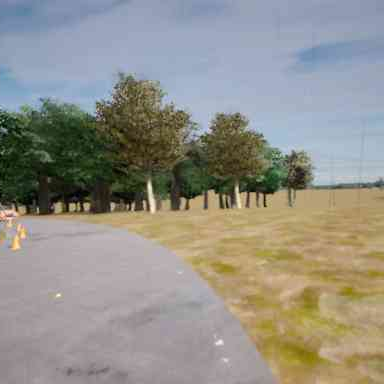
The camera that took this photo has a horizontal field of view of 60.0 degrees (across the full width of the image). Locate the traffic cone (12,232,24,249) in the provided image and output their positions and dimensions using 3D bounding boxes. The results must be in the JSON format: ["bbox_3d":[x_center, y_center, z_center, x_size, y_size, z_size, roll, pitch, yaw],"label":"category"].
[{"bbox_3d":[-7.831,2.217,14.820,0.340,0.580,0.340,0,-1,-21],"label":"traffic cone"}]

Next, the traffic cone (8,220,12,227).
[{"bbox_3d":[-14.801,2.553,27.072,0.340,0.580,0.340,-1,-1,-39],"label":"traffic cone"}]

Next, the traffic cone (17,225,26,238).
[{"bbox_3d":[-9.723,2.322,19.139,0.340,0.580,0.340,0,-1,-27],"label":"traffic cone"}]

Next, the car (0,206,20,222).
[{"bbox_3d":[-20.427,2.252,35.729,4.553,1.767,2.097,-3,-1,38],"label":"car"}]
